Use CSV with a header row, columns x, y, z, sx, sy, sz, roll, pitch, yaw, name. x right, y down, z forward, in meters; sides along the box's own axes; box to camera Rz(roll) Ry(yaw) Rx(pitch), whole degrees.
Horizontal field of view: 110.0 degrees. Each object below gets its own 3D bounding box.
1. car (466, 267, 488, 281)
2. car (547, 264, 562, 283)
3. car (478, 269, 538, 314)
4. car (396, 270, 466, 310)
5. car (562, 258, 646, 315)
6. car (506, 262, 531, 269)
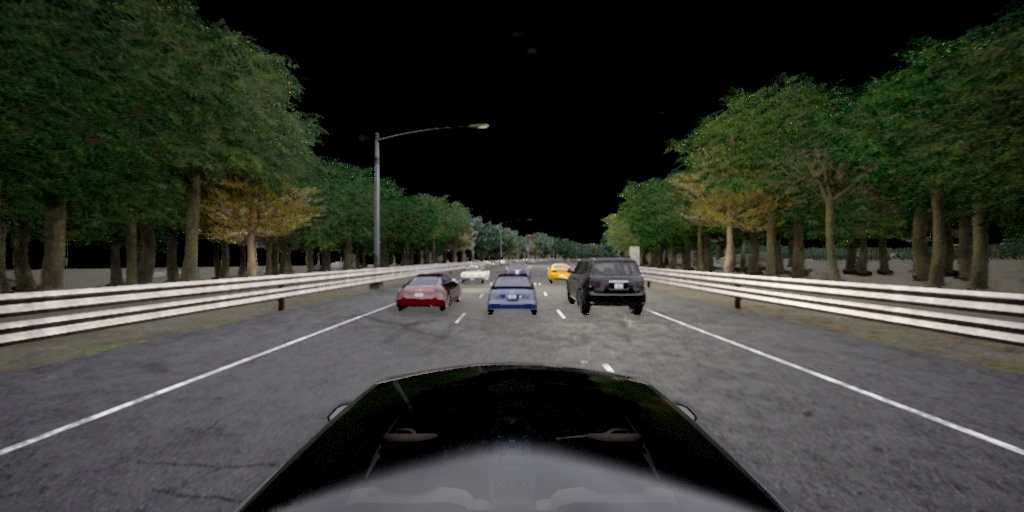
x,y,z,sx,sy,sz,roll,pitch,yaw,name
-2.969,1.544,30.065,1.895,1.301,4.718,0,0,3,car
4.089,1.414,30.728,1.882,1.535,5.008,0,0,4,car
0.046,1.410,14.369,2.033,1.411,5.357,0,0,1,car
-3.424,1.436,15.404,1.994,1.385,4.181,0,0,1,car
3.547,1.087,14.423,2.150,2.045,5.566,0,0,1,car
0.542,1.290,30.084,2.097,1.767,4.553,0,0,3,car
